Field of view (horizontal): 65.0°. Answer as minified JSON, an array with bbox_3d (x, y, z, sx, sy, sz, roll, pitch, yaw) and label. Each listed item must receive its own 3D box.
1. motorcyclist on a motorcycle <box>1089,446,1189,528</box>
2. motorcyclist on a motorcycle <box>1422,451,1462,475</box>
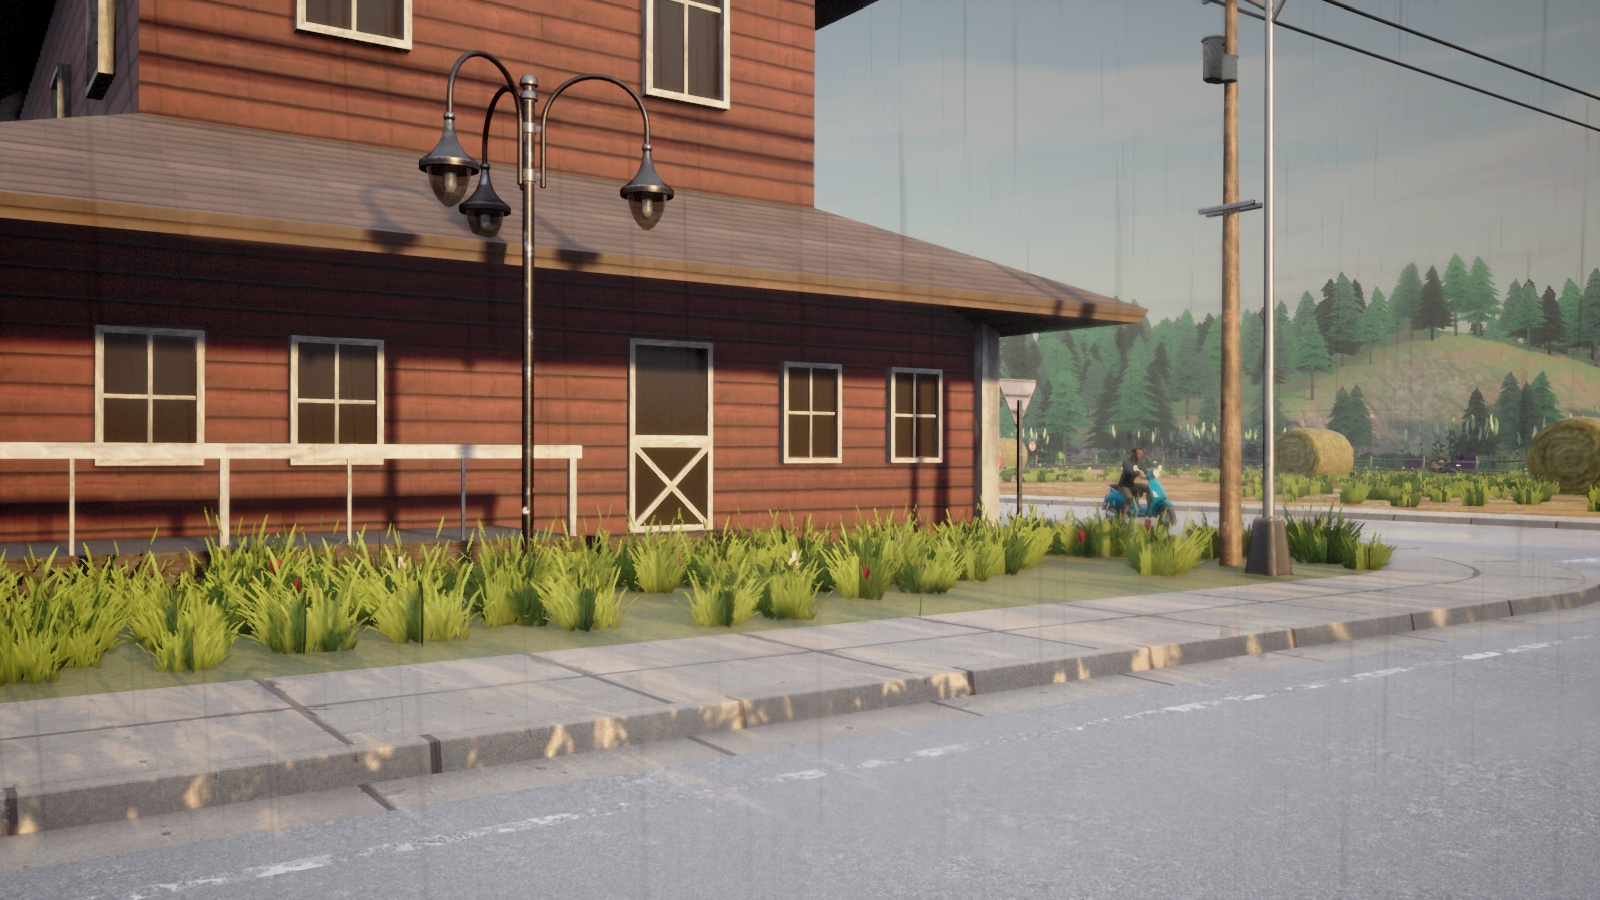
[{"bbox_3d":[6.817,0.718,25.317,0.866,1.590,1.817,0,0,-36],"label":"motorcyclist on a motorcycle"},{"bbox_3d":[41.918,0.854,82.070,0.866,1.530,2.191,0,0,-32],"label":"motorcyclist on a motorcycle"}]
